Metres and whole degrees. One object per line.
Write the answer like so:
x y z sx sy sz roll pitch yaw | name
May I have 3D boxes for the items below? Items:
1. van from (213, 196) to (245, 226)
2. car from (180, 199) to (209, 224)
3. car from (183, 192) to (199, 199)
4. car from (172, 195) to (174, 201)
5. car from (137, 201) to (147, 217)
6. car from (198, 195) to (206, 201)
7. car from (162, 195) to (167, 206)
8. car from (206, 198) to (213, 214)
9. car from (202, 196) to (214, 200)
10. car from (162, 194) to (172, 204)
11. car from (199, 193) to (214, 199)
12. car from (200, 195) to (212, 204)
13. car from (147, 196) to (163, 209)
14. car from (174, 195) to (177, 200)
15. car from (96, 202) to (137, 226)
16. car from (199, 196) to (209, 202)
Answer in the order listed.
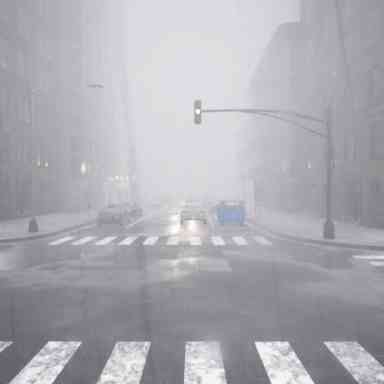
2.637 1.336 23.202 1.690 1.788 3.998 0 0 0 | van
0.101 1.520 24.722 1.812 1.442 4.674 0 0 0 | car
0.003 1.330 53.583 2.097 1.767 4.553 0 0 0 | car
-5.388 1.280 68.648 2.192 1.841 5.009 0 0 0 | car
-5.388 1.538 28.875 1.887 1.381 4.507 0 0 0 | car
2.637 1.515 85.697 1.947 1.339 4.313 0 0 0 | car
-5.388 1.546 51.603 1.947 1.339 4.313 0 0 0 | car
2.637 1.574 34.565 1.802 1.307 4.206 0 0 0 | car
2.637 1.568 45.928 1.802 1.307 4.206 0 0 0 | car
-5.388 1.536 62.967 1.947 1.339 4.313 0 0 0 | car
2.637 1.296 51.609 2.192 1.841 5.009 0 0 0 | car
2.637 1.410 62.971 1.967 1.590 4.097 0 0 0 | car
-5.388 1.511 45.751 1.752 1.417 4.829 0 0 0 | car
-5.388 1.395 80.012 1.967 1.590 4.097 0 0 0 | car
-5.388 1.545 23.194 2.008 1.369 4.403 0 0 0 | car
2.637 1.511 74.334 2.008 1.369 4.403 0 0 0 | car
